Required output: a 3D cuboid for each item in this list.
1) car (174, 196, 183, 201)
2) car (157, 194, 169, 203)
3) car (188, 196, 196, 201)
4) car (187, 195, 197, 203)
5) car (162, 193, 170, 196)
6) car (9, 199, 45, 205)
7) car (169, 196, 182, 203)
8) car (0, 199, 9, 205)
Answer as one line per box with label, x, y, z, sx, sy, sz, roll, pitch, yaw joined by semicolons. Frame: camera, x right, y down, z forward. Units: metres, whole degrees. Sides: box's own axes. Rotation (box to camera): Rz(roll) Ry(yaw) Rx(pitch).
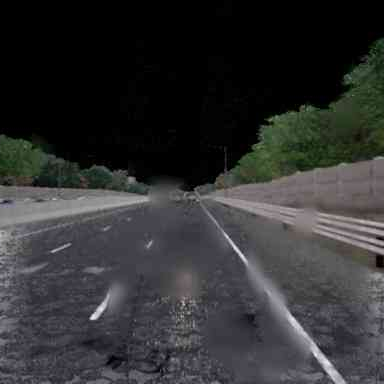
car;-3.491;1.716;87.016;2.033;1.411;5.357;0;0;0
car;-6.992;1.738;75.765;2.033;1.411;5.357;0;0;0
car;0.009;1.716;87.015;2.033;1.411;5.357;0;0;0
car;0.009;1.561;76.985;2.097;1.767;4.553;0;0;0
car;-6.991;1.376;86.215;2.150;2.045;5.566;0;0;0
car;-17.560;1.538;36.516;1.837;1.490;4.892;0;0;0
car;-3.491;1.729;76.598;2.128;1.511;4.902;0;0;0
car;-21.059;1.510;36.355;1.882;1.535;5.008;0;0;0
